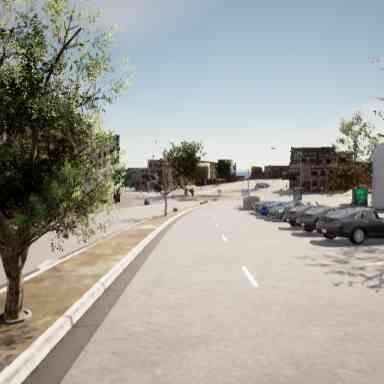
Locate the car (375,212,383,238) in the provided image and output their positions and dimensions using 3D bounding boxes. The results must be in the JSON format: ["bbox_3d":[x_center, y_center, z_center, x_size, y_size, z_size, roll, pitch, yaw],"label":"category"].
[{"bbox_3d":[8.076,1.459,9.475,5.008,1.535,2.097,1,0,-20],"label":"car"}]

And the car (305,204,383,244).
[{"bbox_3d":[8.103,1.501,15.388,4.892,1.521,2.231,1,-1,-19],"label":"car"}]

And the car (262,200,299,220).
[{"bbox_3d":[8.525,1.480,27.209,4.553,1.767,2.185,1,0,-17],"label":"car"}]

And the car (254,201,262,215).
[{"bbox_3d":[8.650,1.634,30.149,5.008,1.535,2.097,1,-1,-16],"label":"car"}]

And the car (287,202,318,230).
[{"bbox_3d":[8.158,1.524,18.347,4.892,1.521,2.231,1,-1,-18],"label":"car"}]

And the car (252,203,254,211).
[{"bbox_3d":[8.849,1.706,33.091,4.674,1.452,2.002,1,0,-15],"label":"car"}]

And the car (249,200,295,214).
[{"bbox_3d":[9.343,1.763,38.995,4.792,1.488,2.163,1,-1,-15],"label":"car"}]

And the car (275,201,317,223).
[{"bbox_3d":[8.239,1.550,21.302,4.892,1.521,2.231,1,-1,-18],"label":"car"}]
